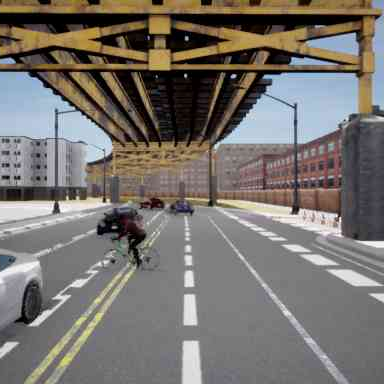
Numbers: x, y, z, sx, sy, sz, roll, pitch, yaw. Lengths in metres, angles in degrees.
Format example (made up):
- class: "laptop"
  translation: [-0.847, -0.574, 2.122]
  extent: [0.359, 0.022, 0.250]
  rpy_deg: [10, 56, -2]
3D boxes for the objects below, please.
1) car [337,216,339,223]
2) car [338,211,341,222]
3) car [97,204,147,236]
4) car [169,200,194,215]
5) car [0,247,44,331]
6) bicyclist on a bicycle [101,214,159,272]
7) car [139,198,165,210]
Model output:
- class: "car"
  translation: [12.025, 1.453, 21.278]
  extent: [4.974, 1.542, 2.038]
  rpy_deg: [0, 0, 29]
- class: "car"
  translation: [12.070, 1.295, 21.253]
  extent: [4.536, 1.218, 1.853]
  rpy_deg: [0, 0, 29]
- class: "car"
  translation: [-3.855, 1.564, 18.332]
  extent: [1.994, 1.385, 4.181]
  rpy_deg: [0, 0, -1]
- class: "car"
  translation: [-1.084, 1.547, 33.521]
  extent: [2.033, 1.411, 5.357]
  rpy_deg: [0, 0, -11]
- class: "car"
  translation: [-3.645, 1.526, 4.460]
  extent: [1.812, 1.442, 4.674]
  rpy_deg: [0, 0, -1]
- class: "bicyclist on a bicycle"
  translation: [-1.759, 1.455, 9.383]
  extent: [1.656, 1.620, 0.582]
  rpy_deg: [-2, 0, -1]
- class: "car"
  translation: [-5.329, 1.478, 43.296]
  extent: [1.882, 1.535, 5.008]
  rpy_deg: [0, 0, -32]
